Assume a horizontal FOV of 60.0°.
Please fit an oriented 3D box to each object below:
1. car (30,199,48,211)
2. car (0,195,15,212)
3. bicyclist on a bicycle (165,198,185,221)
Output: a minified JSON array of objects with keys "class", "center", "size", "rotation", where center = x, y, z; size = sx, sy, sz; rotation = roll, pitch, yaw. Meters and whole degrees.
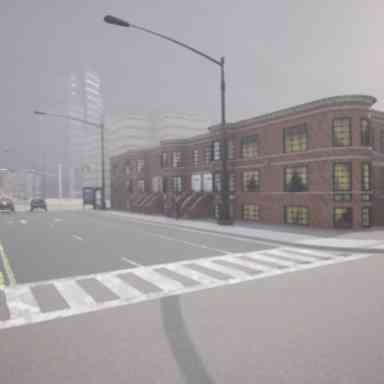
[{"class":"car","center":[-19.949,1.693,43.450],"size":[1.837,1.490,4.892],"rotation":[-1,0,-24]},{"class":"car","center":[-23.752,1.594,42.216],"size":[2.097,1.767,4.553],"rotation":[-1,0,-32]},{"class":"bicyclist on a bicycle","center":[-1.239,1.280,23.886],"size":[1.656,1.620,0.582],"rotation":[-1,0,-32]}]
